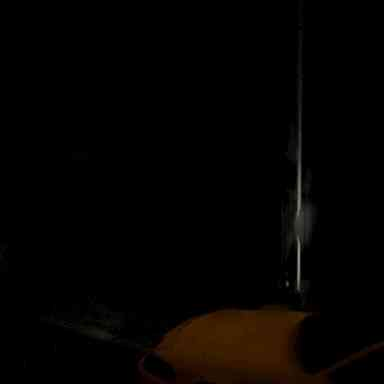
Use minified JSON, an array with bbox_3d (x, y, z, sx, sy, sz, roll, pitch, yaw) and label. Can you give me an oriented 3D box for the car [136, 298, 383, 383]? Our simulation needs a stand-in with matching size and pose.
[{"bbox_3d":[2.030,1.579,2.739,5.366,1.575,1.801,0,-2,29],"label":"car"}]
